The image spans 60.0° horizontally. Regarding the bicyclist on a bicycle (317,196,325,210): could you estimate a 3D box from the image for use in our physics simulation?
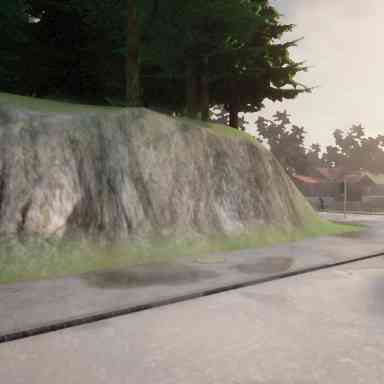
[{"bbox_3d":[15.462,1.349,39.963,1.656,1.620,0.582,0,0,-36],"label":"bicyclist on a bicycle"}]
